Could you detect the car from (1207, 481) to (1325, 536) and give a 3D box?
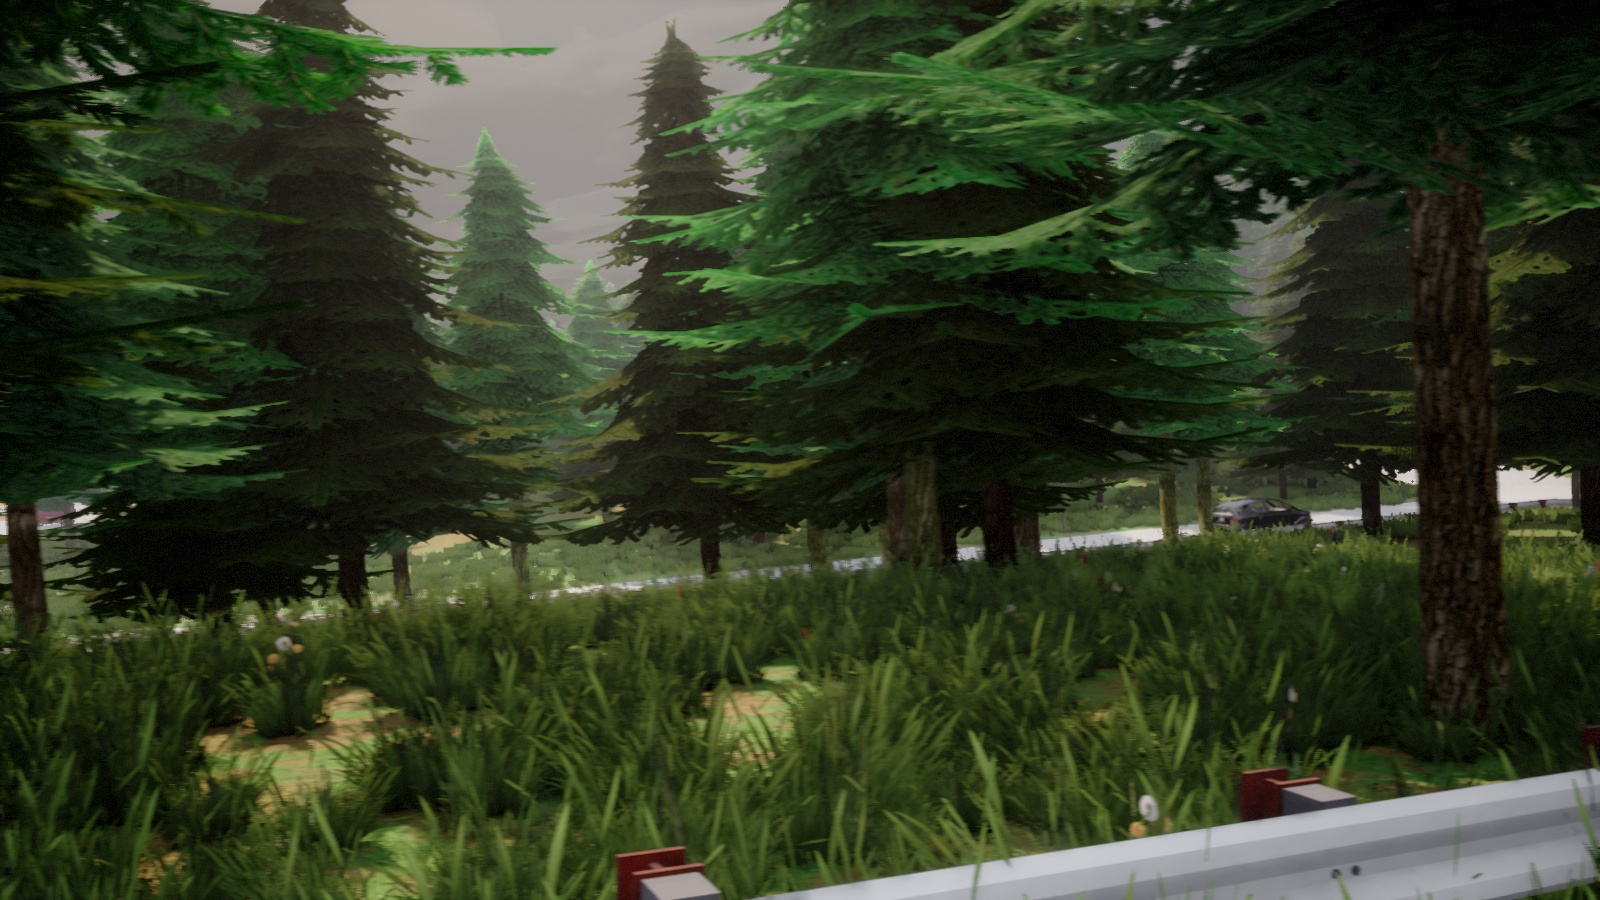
[{"bbox_3d":[17.461,2.167,47.092,3.705,1.549,1.789,-6,3,-16],"label":"car"}]
